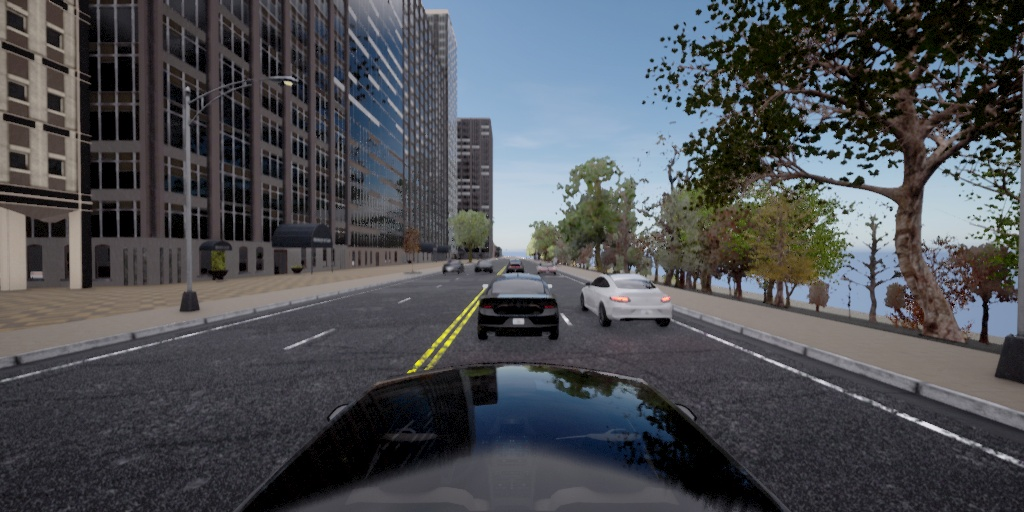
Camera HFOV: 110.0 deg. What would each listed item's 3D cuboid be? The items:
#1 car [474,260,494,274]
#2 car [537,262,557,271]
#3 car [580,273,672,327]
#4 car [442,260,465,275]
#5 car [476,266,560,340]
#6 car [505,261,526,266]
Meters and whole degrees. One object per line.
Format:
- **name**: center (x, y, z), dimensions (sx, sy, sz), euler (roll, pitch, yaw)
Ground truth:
- **car**: center (-3.052, 1.183, 39.769), dimensions (1.882, 1.535, 5.008), euler (0, 0, 1)
- **car**: center (3.591, 1.308, 37.969), dimensions (1.895, 1.301, 4.718), euler (0, 0, 0)
- **car**: center (3.412, 1.264, 11.360), dimensions (1.812, 1.442, 4.674), euler (0, 0, 0)
- **car**: center (-6.313, 1.200, 38.988), dimensions (2.128, 1.511, 4.902), euler (0, 0, 1)
- **car**: center (0.155, 1.218, 9.980), dimensions (1.882, 1.535, 5.008), euler (0, 0, 0)
- **car**: center (0.337, 1.213, 37.324), dimensions (1.837, 1.490, 4.892), euler (0, 0, 0)
